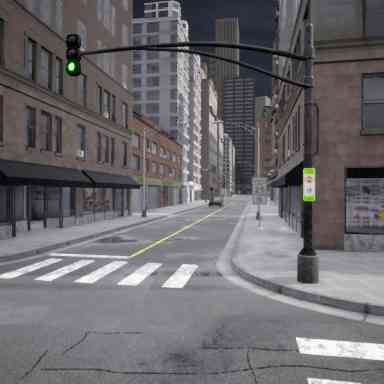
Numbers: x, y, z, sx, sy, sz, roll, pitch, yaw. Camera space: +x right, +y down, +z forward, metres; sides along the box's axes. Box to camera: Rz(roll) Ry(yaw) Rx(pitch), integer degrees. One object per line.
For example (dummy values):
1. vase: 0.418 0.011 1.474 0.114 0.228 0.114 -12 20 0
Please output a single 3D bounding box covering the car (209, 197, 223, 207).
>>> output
1. car: 3.728 1.468 51.205 1.882 1.535 5.008 0 0 11
